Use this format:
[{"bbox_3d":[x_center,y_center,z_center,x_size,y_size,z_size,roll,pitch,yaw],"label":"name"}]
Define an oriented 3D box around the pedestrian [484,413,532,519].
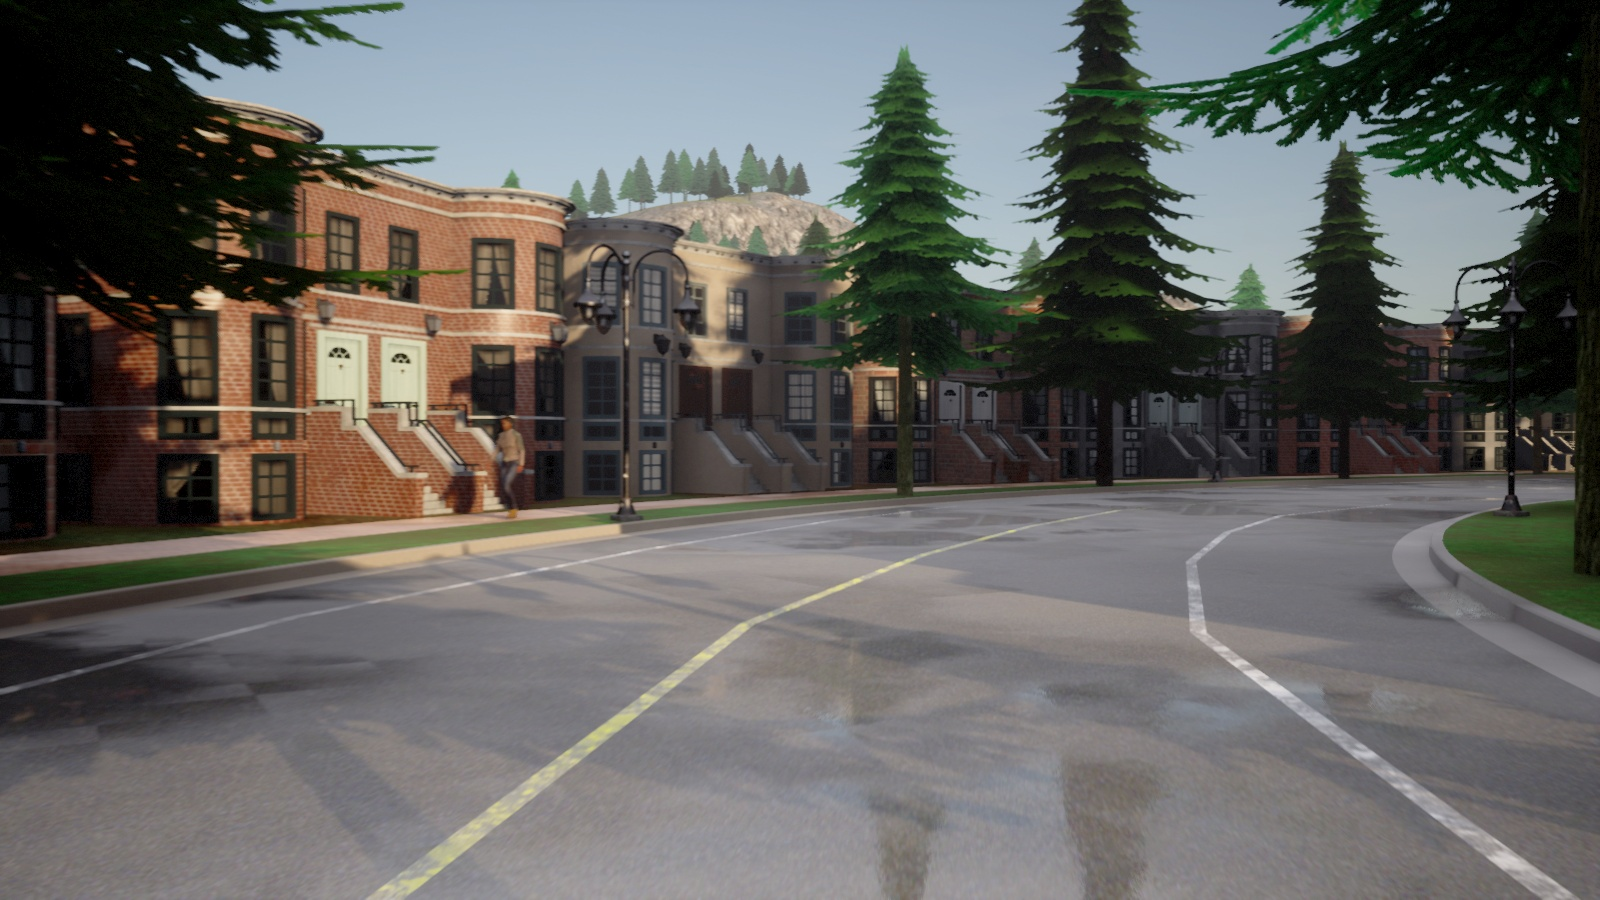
[{"bbox_3d":[-5.055,0.272,21.766,0.328,1.805,0.869,0,0,26],"label":"pedestrian"}]
